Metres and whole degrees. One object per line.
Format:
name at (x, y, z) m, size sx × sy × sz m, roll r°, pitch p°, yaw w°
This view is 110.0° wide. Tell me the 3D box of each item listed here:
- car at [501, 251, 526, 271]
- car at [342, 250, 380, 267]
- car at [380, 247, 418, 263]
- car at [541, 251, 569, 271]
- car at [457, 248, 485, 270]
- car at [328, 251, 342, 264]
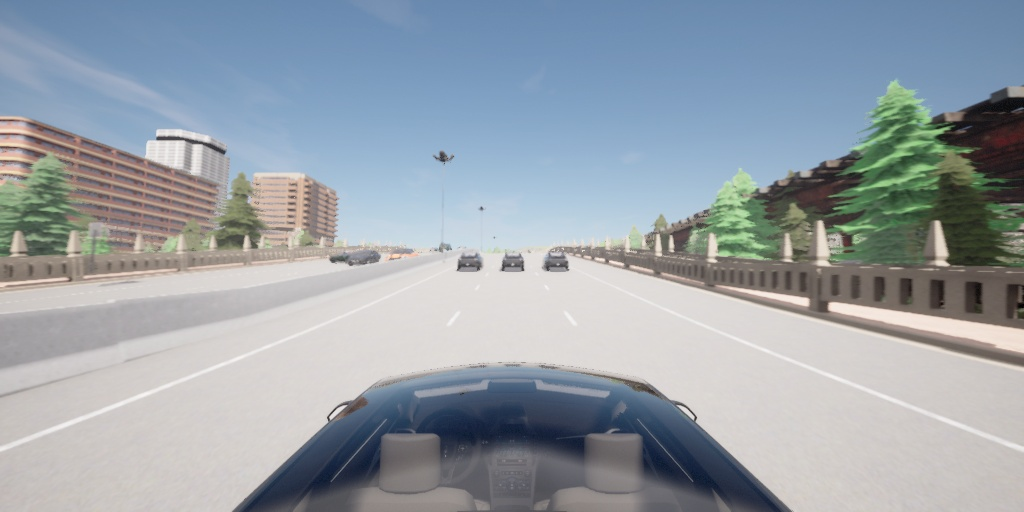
car at (0.091, 0.349, 30.080) m, size 2.128 × 1.511 × 4.902 m, roll 0°, pitch 2°, yaw 0°
car at (-14.076, 0.176, 34.502) m, size 1.837 × 1.490 × 4.892 m, roll 0°, pitch 2°, yaw 0°
car at (-10.574, 0.021, 34.541) m, size 2.097 × 1.767 × 4.553 m, roll 0°, pitch 2°, yaw 0°
car at (3.591, 0.350, 30.073) m, size 2.128 × 1.511 × 4.902 m, roll 0°, pitch 2°, yaw 0°
car at (-3.409, 0.347, 30.089) m, size 2.128 × 1.511 × 4.902 m, roll 0°, pitch 2°, yaw 0°
car at (-17.565, 0.117, 38.222) m, size 1.895 × 1.301 × 4.718 m, roll 0°, pitch 2°, yaw 0°
